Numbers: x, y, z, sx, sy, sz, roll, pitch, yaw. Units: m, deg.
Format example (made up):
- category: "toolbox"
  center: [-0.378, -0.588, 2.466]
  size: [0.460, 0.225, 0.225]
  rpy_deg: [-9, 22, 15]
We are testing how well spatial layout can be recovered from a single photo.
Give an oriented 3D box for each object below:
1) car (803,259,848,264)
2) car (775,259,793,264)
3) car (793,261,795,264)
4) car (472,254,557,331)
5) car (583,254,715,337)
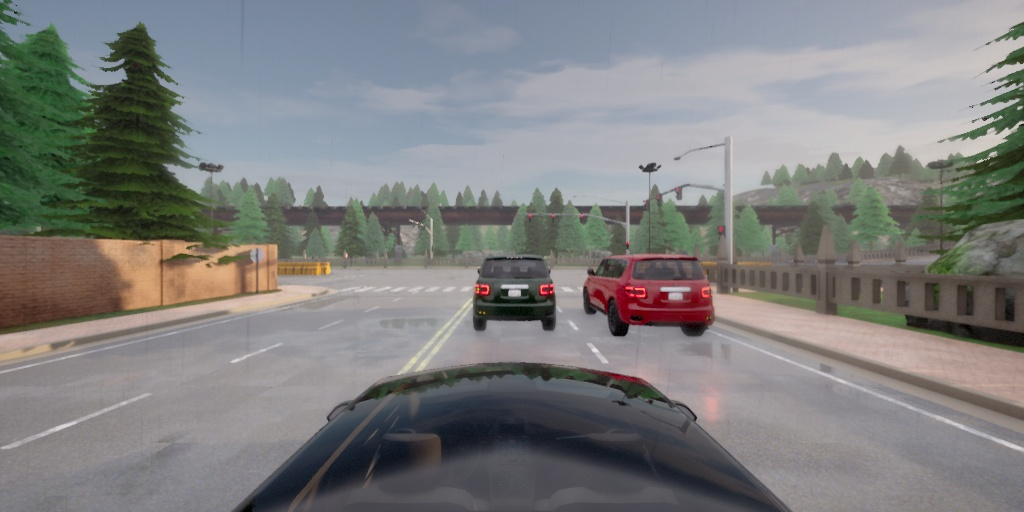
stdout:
- category: "car"
  center: [37.404, 1.222, 42.130]
  size: [5.357, 1.411, 2.033]
  rpy_deg: [-1, 0, 0]
- category: "car"
  center: [38.766, 1.119, 49.116]
  size: [5.008, 1.535, 1.882]
  rpy_deg: [-1, 0, 0]
- category: "car"
  center: [39.397, 1.106, 45.622]
  size: [5.008, 1.535, 1.882]
  rpy_deg: [-1, 0, 0]
- category: "car"
  center: [0.067, 0.965, 11.121]
  size: [2.150, 2.045, 5.566]
  rpy_deg: [0, 0, 0]
- category: "car"
  center: [3.567, 0.965, 10.445]
  size: [2.150, 2.045, 5.566]
  rpy_deg: [0, 0, 0]
